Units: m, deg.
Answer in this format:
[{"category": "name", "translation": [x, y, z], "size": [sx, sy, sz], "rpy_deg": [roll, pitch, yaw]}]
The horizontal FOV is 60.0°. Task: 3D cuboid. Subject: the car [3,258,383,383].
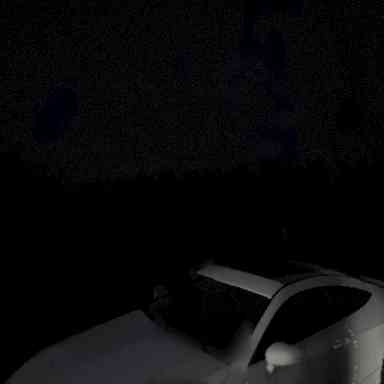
[{"category": "car", "translation": [0.601, 1.526, 3.506], "size": [4.674, 1.442, 1.812], "rpy_deg": [0, 0, -36]}]
